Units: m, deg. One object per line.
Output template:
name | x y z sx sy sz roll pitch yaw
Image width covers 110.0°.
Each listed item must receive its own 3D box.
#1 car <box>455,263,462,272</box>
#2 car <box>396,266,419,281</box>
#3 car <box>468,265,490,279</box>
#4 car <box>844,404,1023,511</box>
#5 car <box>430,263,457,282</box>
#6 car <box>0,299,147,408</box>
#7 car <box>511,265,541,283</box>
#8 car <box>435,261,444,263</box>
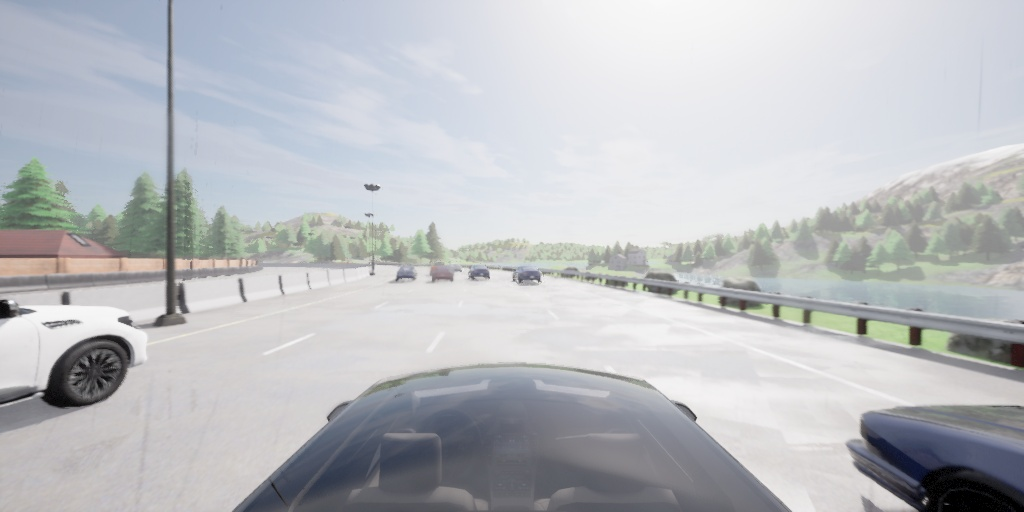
car | -9.542 1.877 58.873 1.812 1.442 4.674 0 -1 -20
car | -10.339 1.698 35.489 2.033 1.411 5.357 0 -1 -12
car | -3.458 1.626 37.240 1.812 1.442 4.674 0 0 -12
car | 3.630 1.251 0.397 2.033 1.411 5.357 -1 0 0
car | -6.447 1.661 33.612 1.994 1.385 4.181 0 -1 -11
car | -6.841 1.048 3.256 2.150 2.045 5.566 0 -1 -1
car | 1.233 1.522 30.676 1.812 1.442 4.674 0 0 -9
car | -9.629 1.600 47.247 2.097 1.767 4.553 0 -1 -15
